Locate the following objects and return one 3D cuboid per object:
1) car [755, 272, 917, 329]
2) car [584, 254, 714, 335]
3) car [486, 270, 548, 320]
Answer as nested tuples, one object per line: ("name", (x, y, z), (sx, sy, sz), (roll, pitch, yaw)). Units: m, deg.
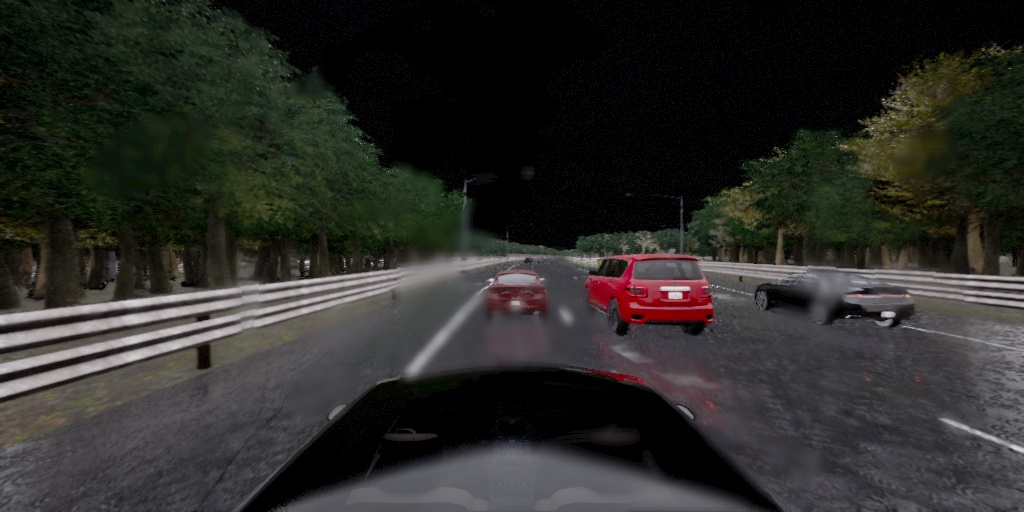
("car", (9.712, 1.242, 11.353), (2.128, 1.511, 4.902), (0, 0, 7))
("car", (3.657, 0.970, 10.654), (2.150, 2.045, 5.566), (0, 0, 1))
("car", (0.182, 1.223, 12.728), (1.882, 1.535, 5.008), (0, 0, 1))
